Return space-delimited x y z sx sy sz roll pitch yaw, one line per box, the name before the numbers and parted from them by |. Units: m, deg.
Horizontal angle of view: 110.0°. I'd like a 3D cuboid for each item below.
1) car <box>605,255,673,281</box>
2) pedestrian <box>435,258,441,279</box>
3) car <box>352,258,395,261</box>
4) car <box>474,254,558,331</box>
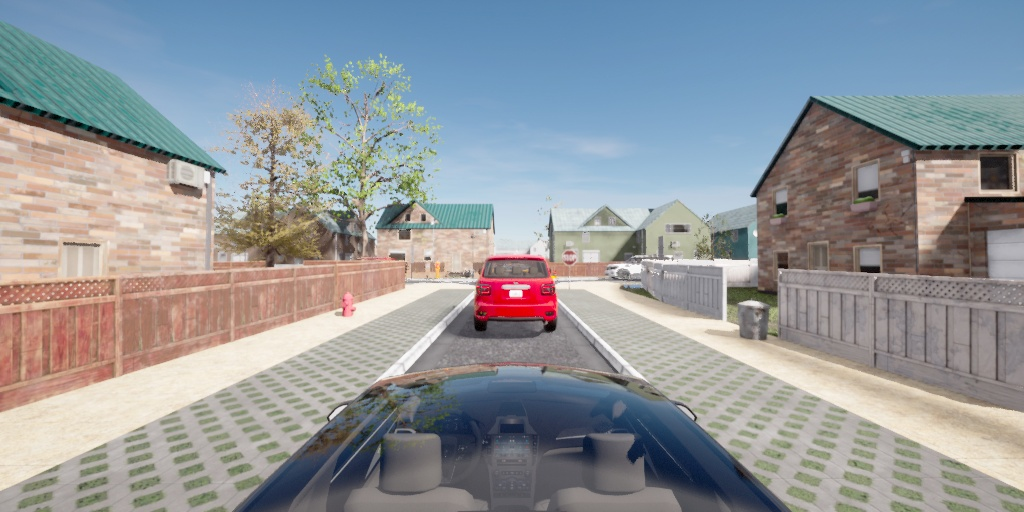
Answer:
car | 10.481 0.962 29.192 5.566 2.045 2.150 -1 -1 1
pedestrian | -6.728 1.113 32.317 0.375 1.860 0.375 0 -1 1
car | -12.182 1.176 29.474 5.566 2.045 2.150 -1 -1 1
car | 0.094 0.974 11.089 2.150 2.045 5.566 0 0 0
